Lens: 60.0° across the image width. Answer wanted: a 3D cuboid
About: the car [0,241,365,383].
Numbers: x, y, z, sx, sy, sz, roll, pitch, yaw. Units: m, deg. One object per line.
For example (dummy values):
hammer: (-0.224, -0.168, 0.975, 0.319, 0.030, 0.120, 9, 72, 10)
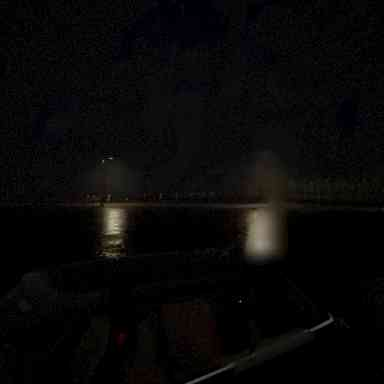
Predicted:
car: (-0.756, 1.354, 2.408, 4.553, 1.767, 2.097, 0, 0, -36)
